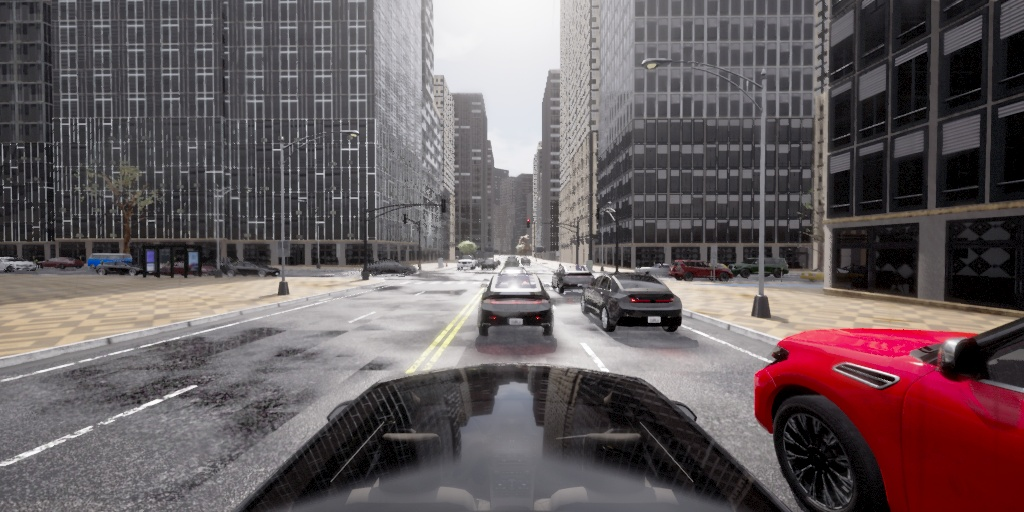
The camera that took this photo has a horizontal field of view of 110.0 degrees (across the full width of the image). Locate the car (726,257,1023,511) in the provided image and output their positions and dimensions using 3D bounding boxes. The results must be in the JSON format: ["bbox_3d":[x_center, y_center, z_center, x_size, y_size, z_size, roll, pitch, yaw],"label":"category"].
[{"bbox_3d":[3.348,0.972,0.981,2.150,2.045,5.566,0,0,0],"label":"car"}]

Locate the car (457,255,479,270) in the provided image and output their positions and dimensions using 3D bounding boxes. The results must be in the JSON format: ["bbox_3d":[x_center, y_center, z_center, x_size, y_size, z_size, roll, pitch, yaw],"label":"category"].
[{"bbox_3d":[-6.625,0.935,52.576,2.150,2.045,5.566,0,0,0],"label":"car"}]

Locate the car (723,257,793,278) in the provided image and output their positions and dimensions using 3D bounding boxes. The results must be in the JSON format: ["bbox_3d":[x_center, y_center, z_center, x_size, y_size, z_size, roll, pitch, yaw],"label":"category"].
[{"bbox_3d":[24.979,1.159,36.575,5.566,2.045,2.150,1,1,1],"label":"car"}]

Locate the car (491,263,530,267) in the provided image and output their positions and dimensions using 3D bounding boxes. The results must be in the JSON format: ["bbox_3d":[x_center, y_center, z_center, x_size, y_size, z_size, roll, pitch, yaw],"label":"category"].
[{"bbox_3d":[0.087,1.288,20.087,2.033,1.411,5.357,0,0,0],"label":"car"}]

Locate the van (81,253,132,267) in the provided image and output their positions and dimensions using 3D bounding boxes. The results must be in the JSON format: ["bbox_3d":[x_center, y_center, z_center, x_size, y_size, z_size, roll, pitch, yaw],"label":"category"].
[{"bbox_3d":[-45.314,0.604,40.400,3.998,1.789,1.690,0,0,1],"label":"van"}]

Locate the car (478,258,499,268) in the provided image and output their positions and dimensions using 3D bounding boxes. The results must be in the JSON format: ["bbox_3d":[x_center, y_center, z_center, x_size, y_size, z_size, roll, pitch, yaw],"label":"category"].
[{"bbox_3d":[-3.375,1.192,52.127,1.882,1.535,5.008,0,0,0],"label":"car"}]

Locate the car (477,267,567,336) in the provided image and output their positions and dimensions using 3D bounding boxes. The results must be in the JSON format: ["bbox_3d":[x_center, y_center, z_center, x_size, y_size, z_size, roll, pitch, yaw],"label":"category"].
[{"bbox_3d":[0.093,1.238,10.352,2.128,1.511,4.902,0,0,0],"label":"car"}]

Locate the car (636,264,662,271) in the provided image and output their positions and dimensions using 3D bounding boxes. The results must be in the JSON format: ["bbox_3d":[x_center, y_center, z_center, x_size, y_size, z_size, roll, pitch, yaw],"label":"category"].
[{"bbox_3d":[15.074,1.452,36.730,4.718,1.301,1.895,0,1,0],"label":"car"}]

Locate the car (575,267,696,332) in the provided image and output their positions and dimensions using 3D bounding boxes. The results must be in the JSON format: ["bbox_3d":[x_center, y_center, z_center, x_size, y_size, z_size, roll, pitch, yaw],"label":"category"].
[{"bbox_3d":[3.342,1.251,10.845,1.837,1.490,4.892,0,0,0],"label":"car"}]

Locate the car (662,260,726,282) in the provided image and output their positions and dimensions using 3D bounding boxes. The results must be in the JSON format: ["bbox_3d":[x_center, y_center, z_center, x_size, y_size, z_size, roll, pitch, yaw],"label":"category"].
[{"bbox_3d":[16.173,1.269,30.948,5.009,1.841,2.192,0,0,1],"label":"car"}]

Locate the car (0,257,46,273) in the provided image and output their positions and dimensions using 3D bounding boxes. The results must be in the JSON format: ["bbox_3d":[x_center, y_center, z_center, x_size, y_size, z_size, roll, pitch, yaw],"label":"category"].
[{"bbox_3d":[-48.786,0.850,34.715,4.674,1.442,1.812,0,1,2],"label":"car"}]

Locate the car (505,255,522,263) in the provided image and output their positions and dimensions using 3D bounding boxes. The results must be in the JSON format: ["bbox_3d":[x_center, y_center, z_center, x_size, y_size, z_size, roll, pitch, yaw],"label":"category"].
[{"bbox_3d":[0.008,1.065,53.552,2.097,1.767,4.553,0,0,1],"label":"car"}]

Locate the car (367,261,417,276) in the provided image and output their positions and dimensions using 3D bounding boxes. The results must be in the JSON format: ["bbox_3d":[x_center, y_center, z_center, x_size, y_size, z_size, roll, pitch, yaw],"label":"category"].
[{"bbox_3d":[-11.564,1.182,34.464,4.674,1.442,1.812,0,1,-7],"label":"car"}]

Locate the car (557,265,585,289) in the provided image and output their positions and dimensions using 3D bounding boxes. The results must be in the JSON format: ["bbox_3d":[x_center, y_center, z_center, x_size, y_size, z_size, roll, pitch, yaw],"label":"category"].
[{"bbox_3d":[3.338,1.232,20.093,2.128,1.511,4.902,0,0,0],"label":"car"}]

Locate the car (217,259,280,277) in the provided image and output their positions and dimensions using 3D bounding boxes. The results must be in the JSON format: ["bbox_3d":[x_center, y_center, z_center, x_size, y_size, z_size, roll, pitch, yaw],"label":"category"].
[{"bbox_3d":[-22.752,1.173,31.449,4.313,1.339,1.948,0,0,1],"label":"car"}]

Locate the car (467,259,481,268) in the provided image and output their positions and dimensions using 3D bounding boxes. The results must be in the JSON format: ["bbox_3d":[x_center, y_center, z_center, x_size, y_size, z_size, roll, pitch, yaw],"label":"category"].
[{"bbox_3d":[-6.609,1.266,62.616,1.994,1.385,4.181,0,0,0],"label":"car"}]

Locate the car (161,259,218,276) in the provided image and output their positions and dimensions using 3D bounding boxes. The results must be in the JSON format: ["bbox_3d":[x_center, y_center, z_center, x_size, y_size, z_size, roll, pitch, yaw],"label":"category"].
[{"bbox_3d":[-28.437,1.138,31.578,4.207,1.307,1.802,0,0,1],"label":"car"}]

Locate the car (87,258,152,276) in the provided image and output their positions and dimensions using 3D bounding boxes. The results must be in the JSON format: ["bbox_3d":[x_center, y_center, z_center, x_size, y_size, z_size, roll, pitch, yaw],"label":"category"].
[{"bbox_3d":[-34.117,1.069,31.747,4.313,1.339,1.948,0,0,1],"label":"car"}]
